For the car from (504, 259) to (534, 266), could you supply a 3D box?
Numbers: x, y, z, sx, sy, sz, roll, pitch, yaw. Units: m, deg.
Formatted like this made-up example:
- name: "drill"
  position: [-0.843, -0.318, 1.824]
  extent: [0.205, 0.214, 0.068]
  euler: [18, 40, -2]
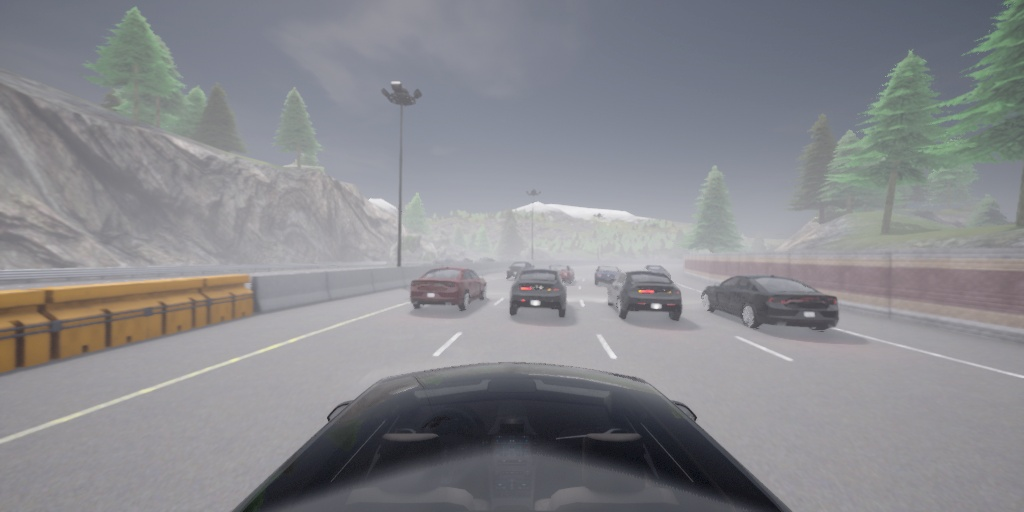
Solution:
- name: "car"
  position: [0.849, 1.191, 30.363]
  extent: [1.812, 1.442, 4.674]
  euler: [1, 0, 14]

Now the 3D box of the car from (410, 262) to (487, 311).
- name: "car"
  position: [-2.315, 1.149, 14.243]
  extent: [1.882, 1.535, 5.008]
  euler: [1, 0, 8]

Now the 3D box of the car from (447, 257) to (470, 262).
- name: "car"
  position: [-8.129, 0.954, 58.447]
  extent: [1.812, 1.442, 4.674]
  euler: [1, 0, 24]

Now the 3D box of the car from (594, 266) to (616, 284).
- name: "car"
  position: [7.123, 1.378, 26.708]
  extent: [1.895, 1.301, 4.718]
  euler: [1, 0, 14]

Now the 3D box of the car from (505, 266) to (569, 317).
- name: "car"
  position: [1.060, 1.227, 13.185]
  extent: [1.837, 1.490, 4.892]
  euler: [1, -1, 8]

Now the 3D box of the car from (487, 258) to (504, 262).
- name: "car"
  position: [-1.543, 1.141, 56.133]
  extent: [1.895, 1.301, 4.718]
  euler: [1, 0, 24]

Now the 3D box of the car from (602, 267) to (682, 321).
- name: "car"
  position: [4.561, 1.284, 12.893]
  extent: [1.837, 1.490, 4.892]
  euler: [1, -1, 8]

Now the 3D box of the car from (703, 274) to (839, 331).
- name: "car"
  position: [7.902, 1.319, 11.569]
  extent: [1.882, 1.535, 5.008]
  euler: [1, 0, 8]

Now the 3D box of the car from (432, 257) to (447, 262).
- name: "car"
  position: [-11.197, 0.921, 60.225]
  extent: [2.033, 1.411, 5.357]
  euler: [1, 0, 24]

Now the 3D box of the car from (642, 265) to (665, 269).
- name: "car"
  position: [11.112, 1.399, 28.138]
  extent: [1.994, 1.385, 4.181]
  euler: [1, 0, 15]

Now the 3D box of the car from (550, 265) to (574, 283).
- name: "car"
  position: [3.680, 1.321, 27.350]
  extent: [1.895, 1.301, 4.718]
  euler: [1, 0, 14]

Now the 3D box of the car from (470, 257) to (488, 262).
- name: "car"
  position: [-4.413, 0.991, 58.268]
  extent: [1.837, 1.490, 4.892]
  euler: [1, 0, 24]
